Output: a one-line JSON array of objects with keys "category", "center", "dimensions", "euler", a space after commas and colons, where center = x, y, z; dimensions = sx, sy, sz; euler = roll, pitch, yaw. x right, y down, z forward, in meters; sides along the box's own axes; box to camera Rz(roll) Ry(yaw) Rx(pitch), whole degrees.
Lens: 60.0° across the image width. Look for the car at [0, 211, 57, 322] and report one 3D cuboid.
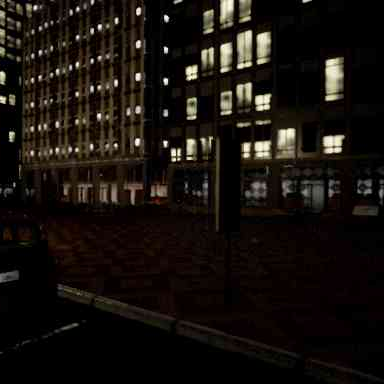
[{"category": "car", "center": [-4.532, 1.265, 6.100], "dimensions": [5.009, 1.841, 2.192], "euler": [0, 1, 35]}]
